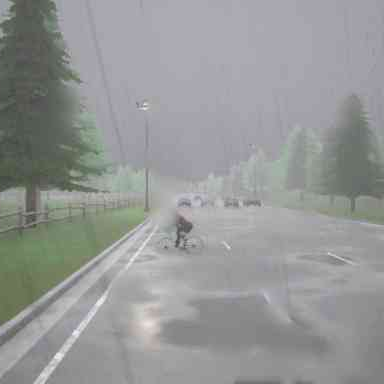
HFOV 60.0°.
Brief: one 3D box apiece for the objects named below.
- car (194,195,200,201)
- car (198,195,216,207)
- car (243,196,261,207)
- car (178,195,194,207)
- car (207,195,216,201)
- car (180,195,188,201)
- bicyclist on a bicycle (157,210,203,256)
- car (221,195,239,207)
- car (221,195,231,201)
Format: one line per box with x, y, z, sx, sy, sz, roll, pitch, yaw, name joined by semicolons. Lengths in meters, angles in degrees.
1.484;1.500;86.440;1.837;1.490;4.892;0;0;-1;car
2.374;1.601;50.914;1.895;1.301;4.718;0;0;-1;car
9.314;1.352;52.117;2.097;1.767;4.553;0;0;-1;car
-1.126;1.601;51.031;1.895;1.301;4.718;0;0;-1;car
5.016;1.524;85.170;1.812;1.442;4.674;0;0;-1;car
-2.036;1.540;87.242;2.033;1.411;5.357;0;0;-1;car
-0.439;1.455;11.716;1.656;1.620;0.582;-2;0;-1;bicyclist on a bicycle
5.884;1.491;50.266;2.128;1.511;4.902;0;0;-1;car
8.537;1.552;84.309;1.994;1.385;4.181;0;0;-1;car
